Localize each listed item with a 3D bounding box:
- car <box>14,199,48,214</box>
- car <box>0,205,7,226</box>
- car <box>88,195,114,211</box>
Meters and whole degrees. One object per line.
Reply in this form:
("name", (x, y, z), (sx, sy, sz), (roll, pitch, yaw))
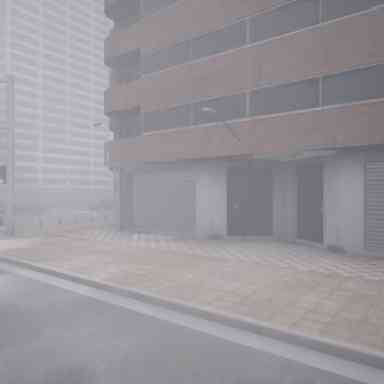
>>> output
("car", (-16.726, 1.505, 32.660), (1.837, 1.490, 4.892), (0, 0, 37))
("car", (-13.477, 1.352, 19.208), (2.097, 1.767, 4.553), (0, 0, 37))
("car", (-10.478, 1.505, 40.915), (1.837, 1.490, 4.892), (0, 0, 37))
